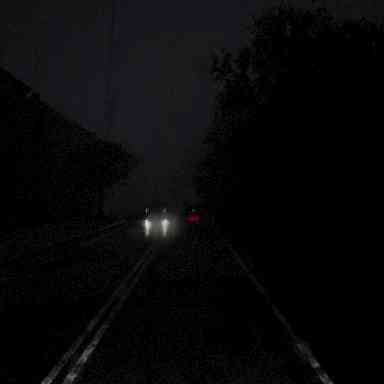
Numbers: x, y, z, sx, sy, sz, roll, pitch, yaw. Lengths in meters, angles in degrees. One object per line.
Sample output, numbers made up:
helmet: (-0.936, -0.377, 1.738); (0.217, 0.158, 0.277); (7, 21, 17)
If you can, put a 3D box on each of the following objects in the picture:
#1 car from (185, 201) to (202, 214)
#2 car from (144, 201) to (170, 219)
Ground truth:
car: (0.146, 1.908, 40.959); (1.837, 1.490, 4.892); (0, -1, 0)
car: (-3.309, 1.661, 32.254); (2.097, 1.767, 4.553); (0, -1, 0)
